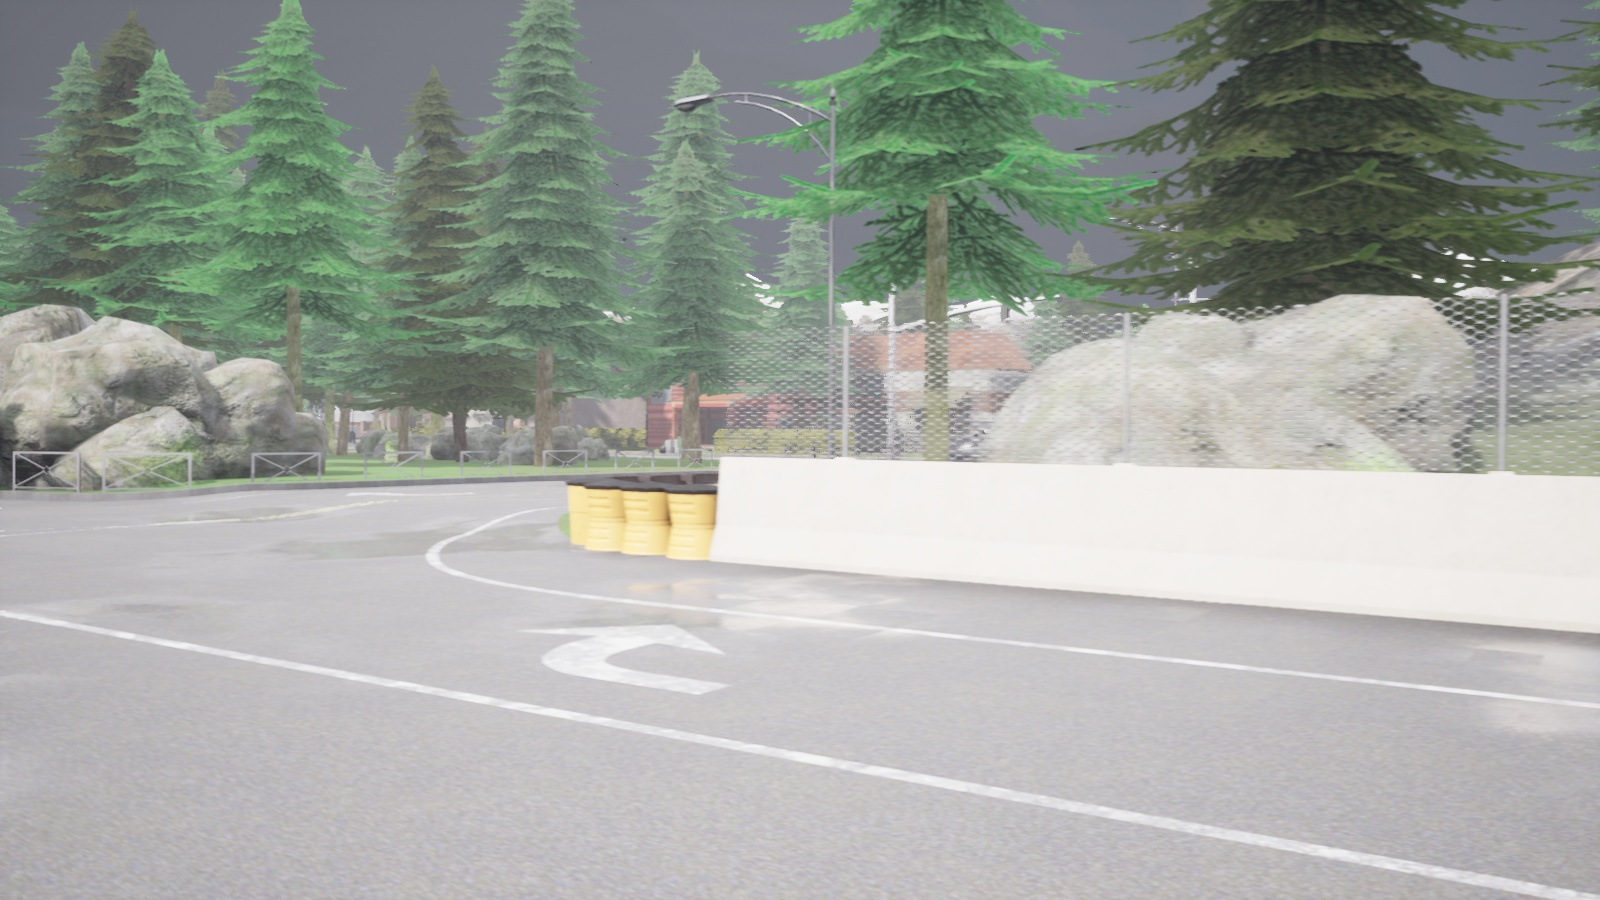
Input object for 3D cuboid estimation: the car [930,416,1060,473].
[{"bbox_3d":[6.164,-0.212,39.238,2.242,1.667,4.611,0,1,34],"label":"car"}]
